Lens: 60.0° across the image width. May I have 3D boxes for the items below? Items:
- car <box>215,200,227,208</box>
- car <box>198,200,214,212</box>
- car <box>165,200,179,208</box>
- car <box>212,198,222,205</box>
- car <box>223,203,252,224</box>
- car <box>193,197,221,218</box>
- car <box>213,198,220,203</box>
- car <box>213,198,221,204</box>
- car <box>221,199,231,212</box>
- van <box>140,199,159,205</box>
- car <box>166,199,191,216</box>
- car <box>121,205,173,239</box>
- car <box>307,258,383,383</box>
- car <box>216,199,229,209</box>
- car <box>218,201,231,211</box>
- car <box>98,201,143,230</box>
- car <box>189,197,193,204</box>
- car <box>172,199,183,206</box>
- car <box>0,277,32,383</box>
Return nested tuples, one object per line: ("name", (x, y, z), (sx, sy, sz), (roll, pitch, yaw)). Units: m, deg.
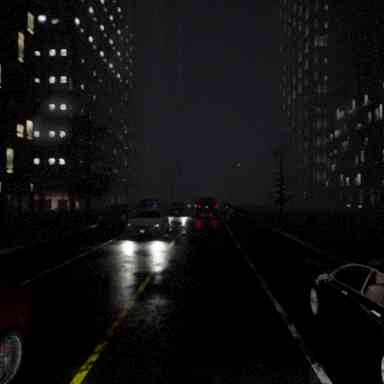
("car", (5.292, 2.111, 61.093), (1.947, 1.339, 4.313), (0, 0, 2))
("car", (2.032, 1.892, 46.694), (2.128, 1.511, 4.902), (0, 0, 3))
("car", (-3.325, 2.007, 55.821), (1.802, 1.307, 4.206), (0, 0, 2))
("car", (5.515, 2.124, 73.644), (1.882, 1.535, 5.008), (1, 0, 2))
("car", (3.822, 1.826, 27.270), (1.947, 1.339, 4.313), (0, 0, 2))
("car", (1.488, 1.515, 33.795), (2.150, 2.045, 5.566), (1, 0, 2))
("car", (6.524, 2.305, 89.449), (1.752, 1.417, 4.829), (0, 0, 2))
("car", (6.272, 2.277, 83.642), (1.887, 1.381, 4.507), (0, 0, 2))
("car", (4.557, 1.969, 44.182), (1.947, 1.339, 4.313), (0, 0, 2))
("van", (-4.306, 1.576, 33.280), (1.690, 1.788, 3.998), (0, 0, 2))
("car", (-1.463, 1.847, 36.534), (1.837, 1.490, 4.892), (1, 0, 2))
("car", (-2.339, 1.659, 18.583), (1.812, 1.442, 4.674), (0, 0, 3))
("car", (2.971, 1.618, 4.718), (2.008, 1.369, 4.403), (0, 0, 2))
("car", (5.047, 1.938, 55.457), (1.967, 1.590, 4.097), (0, 0, 2))
("car", (4.801, 2.032, 49.819), (1.802, 1.307, 4.206), (0, 0, 2))
("car", (-4.795, 1.579, 22.008), (1.967, 1.590, 4.097), (0, 0, 2))
("car", (0.211, 1.953, 75.048), (2.097, 1.767, 4.553), (1, 0, 2))
("car", (-2.836, 2.085, 67.093), (1.947, 1.339, 4.313), (0, 0, 2))
("car", (-3.040, 1.520, 2.561), (1.812, 1.442, 4.674), (1, 0, 2))
